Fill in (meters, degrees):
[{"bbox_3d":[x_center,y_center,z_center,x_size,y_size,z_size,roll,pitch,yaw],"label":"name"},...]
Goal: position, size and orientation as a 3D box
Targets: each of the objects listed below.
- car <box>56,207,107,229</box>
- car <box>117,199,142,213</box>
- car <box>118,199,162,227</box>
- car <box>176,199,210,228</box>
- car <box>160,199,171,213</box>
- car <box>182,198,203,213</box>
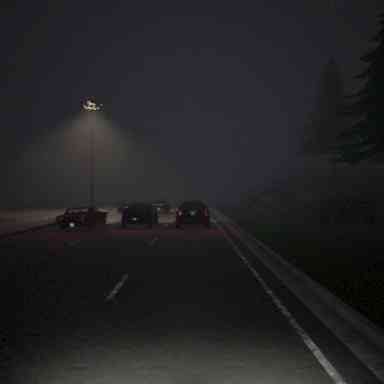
[{"bbox_3d":[-6.936,1.601,21.524,1.895,1.301,4.718,0,0,0],"label":"car"},{"bbox_3d":[-6.925,1.562,37.146,1.994,1.385,4.181,0,0,1],"label":"car"},{"bbox_3d":[-3.431,1.478,22.528,1.882,1.535,5.008,0,0,0],"label":"car"},{"bbox_3d":[0.069,1.352,22.539,2.097,1.767,4.553,0,0,0],"label":"car"},{"bbox_3d":[-3.428,1.502,36.885,1.837,1.490,4.892,0,-1,1],"label":"car"},{"bbox_3d":[0.075,1.490,37.317,2.128,1.511,4.902,0,0,1],"label":"car"}]
